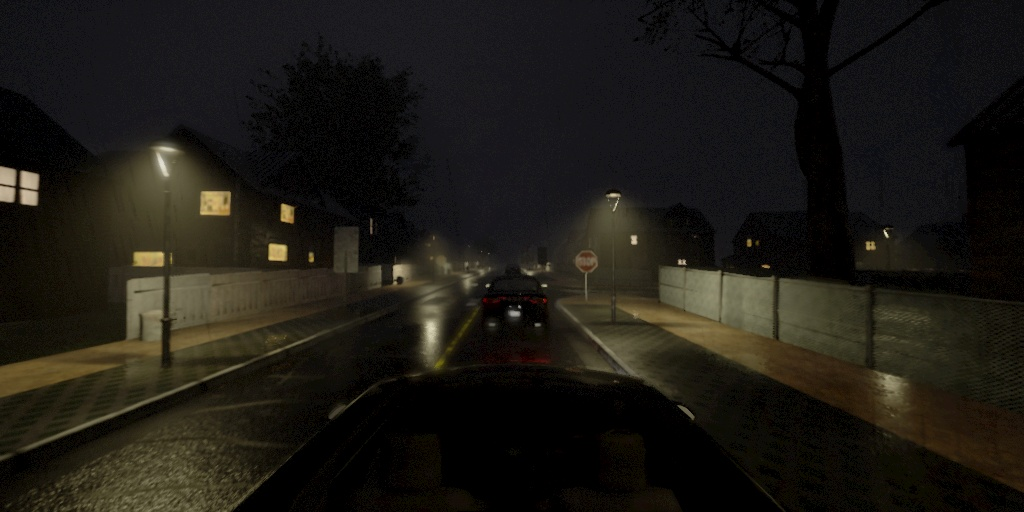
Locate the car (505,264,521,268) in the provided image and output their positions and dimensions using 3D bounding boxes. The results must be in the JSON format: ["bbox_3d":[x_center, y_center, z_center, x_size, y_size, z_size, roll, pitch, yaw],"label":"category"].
[{"bbox_3d":[0.103,1.681,43.926,1.882,1.535,5.008,0,0,0],"label":"car"}]

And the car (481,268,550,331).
[{"bbox_3d":[0.141,1.327,11.466,1.882,1.535,5.008,0,-1,2],"label":"car"}]
